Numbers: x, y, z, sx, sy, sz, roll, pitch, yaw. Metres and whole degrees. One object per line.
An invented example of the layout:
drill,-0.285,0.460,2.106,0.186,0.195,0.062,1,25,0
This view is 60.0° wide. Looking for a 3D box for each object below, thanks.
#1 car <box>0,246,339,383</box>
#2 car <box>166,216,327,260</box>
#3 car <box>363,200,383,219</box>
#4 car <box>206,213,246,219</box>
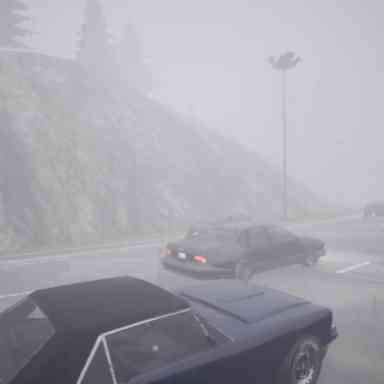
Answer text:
car,-0.519,1.618,3.474,4.718,1.301,1.895,0,0,-36
car,1.724,1.564,9.579,5.357,1.411,2.033,0,0,-39
car,15.709,1.467,27.598,1.837,1.490,4.892,0,0,42
car,1.766,1.594,14.222,4.181,1.385,1.994,0,0,-40
